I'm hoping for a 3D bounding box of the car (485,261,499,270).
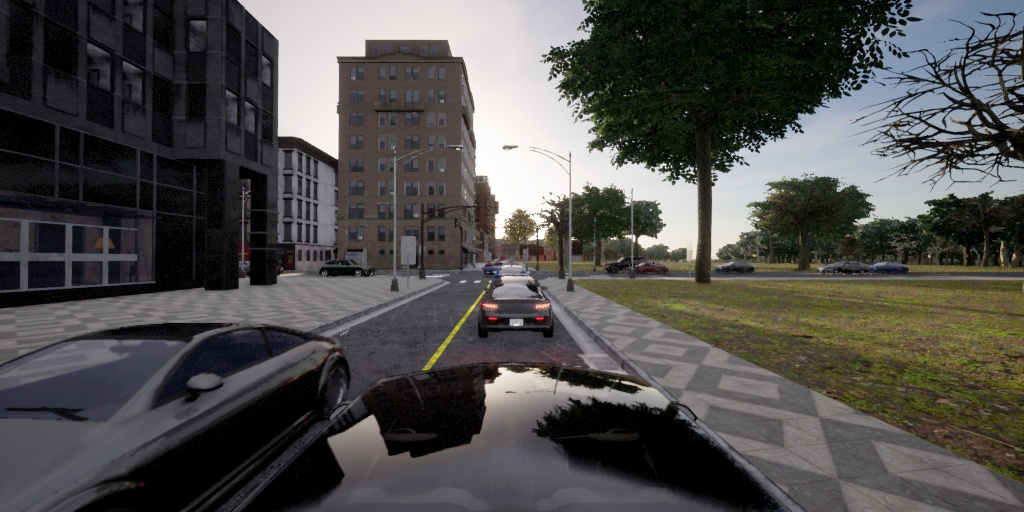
[{"bbox_3d":[-3.084,1.429,56.196,1.895,1.301,4.718,0,0,1],"label":"car"}]

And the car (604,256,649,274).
[{"bbox_3d":[13.983,1.075,43.369,5.566,2.045,2.150,0,-1,0],"label":"car"}]

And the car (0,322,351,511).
[{"bbox_3d":[-3.101,1.314,3.005,1.994,1.385,4.181,0,0,0],"label":"car"}]

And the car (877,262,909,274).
[{"bbox_3d":[45.180,1.425,43.445,4.674,1.442,1.812,0,-1,0],"label":"car"}]

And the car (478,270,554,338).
[{"bbox_3d":[0.076,1.280,10.123,1.812,1.442,4.674,0,0,-1],"label":"car"}]

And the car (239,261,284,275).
[{"bbox_3d":[-24.383,1.216,33.226,4.902,1.511,2.128,0,-1,0],"label":"car"}]

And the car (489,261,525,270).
[{"bbox_3d":[-0.015,1.241,19.512,1.882,1.535,5.008,0,0,0],"label":"car"}]

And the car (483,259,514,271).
[{"bbox_3d":[-0.846,1.255,34.654,1.882,1.535,5.008,-1,-1,33],"label":"car"}]

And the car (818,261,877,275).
[{"bbox_3d":[37.120,1.339,40.209,4.902,1.511,2.128,0,-1,0],"label":"car"}]

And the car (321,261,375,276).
[{"bbox_3d":[-16.628,1.283,36.519,4.674,1.442,1.812,0,-1,-2],"label":"car"}]

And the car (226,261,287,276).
[{"bbox_3d":[-25.882,1.266,36.469,4.892,1.490,1.837,0,-1,0],"label":"car"}]

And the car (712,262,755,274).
[{"bbox_3d":[26.840,1.393,43.424,4.674,1.442,1.812,0,-1,-1],"label":"car"}]

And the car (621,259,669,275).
[{"bbox_3d":[15.090,1.344,40.120,4.674,1.442,1.812,0,-1,0],"label":"car"}]

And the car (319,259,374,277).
[{"bbox_3d":[-15.246,1.074,33.272,4.553,1.767,2.097,0,-1,0],"label":"car"}]
